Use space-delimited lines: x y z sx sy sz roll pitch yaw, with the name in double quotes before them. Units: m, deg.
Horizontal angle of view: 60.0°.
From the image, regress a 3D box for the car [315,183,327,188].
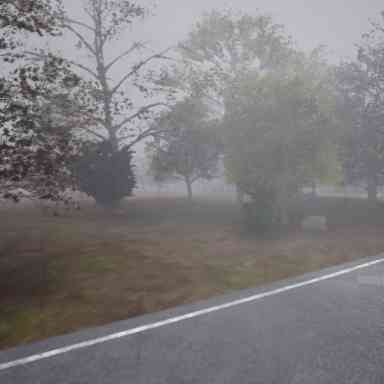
"car" 27.442 -1.765 71.558 2.097 1.767 4.553 -2 4 35
